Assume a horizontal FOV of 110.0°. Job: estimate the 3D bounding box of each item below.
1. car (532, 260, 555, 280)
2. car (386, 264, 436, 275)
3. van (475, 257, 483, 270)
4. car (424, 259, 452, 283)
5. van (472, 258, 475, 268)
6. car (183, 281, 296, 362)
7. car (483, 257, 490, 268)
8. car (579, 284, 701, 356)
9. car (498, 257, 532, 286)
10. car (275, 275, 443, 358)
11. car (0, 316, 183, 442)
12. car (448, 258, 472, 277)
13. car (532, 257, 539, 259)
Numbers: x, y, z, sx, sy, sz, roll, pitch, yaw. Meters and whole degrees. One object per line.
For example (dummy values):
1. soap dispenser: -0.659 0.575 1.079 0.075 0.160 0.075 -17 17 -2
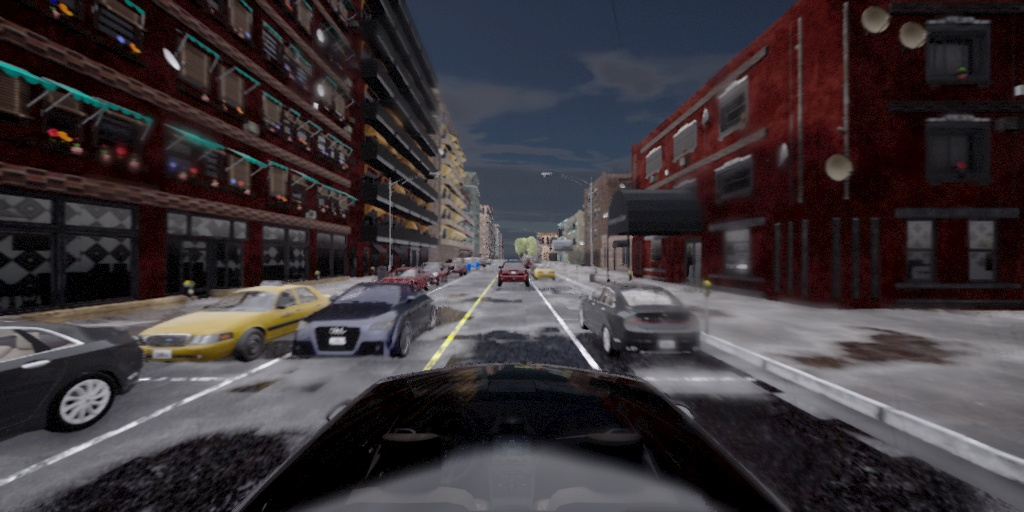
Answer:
1. car: 2.693 1.286 30.734 1.751 1.417 4.829 0 0 0
2. car: -5.689 1.300 19.487 1.888 1.381 4.507 0 0 0
3. van: -5.686 1.126 52.721 1.690 1.789 3.998 0 0 0
4. car: -5.688 1.197 25.025 1.967 1.591 4.097 0 0 0
5. van: -5.687 1.111 41.644 1.690 1.789 3.998 0 0 0
6. car: -5.689 1.276 8.237 1.751 1.417 4.829 0 0 0
7. car: -5.685 1.118 63.799 2.192 1.841 5.009 0 0 0
8. car: 2.691 1.302 8.407 2.007 1.370 4.403 0 0 0
9. car: 0.101 1.110 25.729 2.097 1.767 4.553 0 0 0
10. car: -3.081 1.316 8.328 1.994 1.385 4.181 0 0 0
11. car: -5.690 1.300 2.868 2.007 1.370 4.403 0 0 0
12. car: -5.687 1.080 36.104 2.192 1.841 5.009 0 0 0
13. car: 2.695 1.092 47.181 2.192 1.841 5.009 0 0 0
